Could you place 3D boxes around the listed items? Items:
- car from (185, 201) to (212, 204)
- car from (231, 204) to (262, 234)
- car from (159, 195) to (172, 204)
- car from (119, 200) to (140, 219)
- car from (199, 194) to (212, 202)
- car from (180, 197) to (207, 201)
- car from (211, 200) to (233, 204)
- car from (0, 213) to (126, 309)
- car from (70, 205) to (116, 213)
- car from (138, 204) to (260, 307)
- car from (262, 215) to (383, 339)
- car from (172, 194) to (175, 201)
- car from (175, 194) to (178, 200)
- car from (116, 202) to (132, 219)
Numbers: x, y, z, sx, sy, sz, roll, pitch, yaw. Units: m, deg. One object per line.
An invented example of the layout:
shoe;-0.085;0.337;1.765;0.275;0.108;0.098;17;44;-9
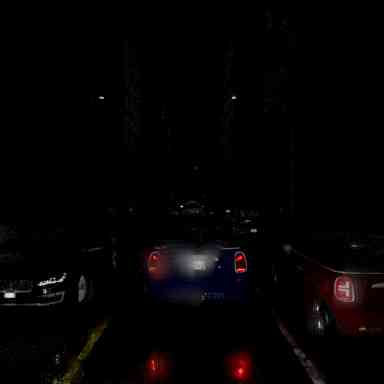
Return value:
car;0.108;1.479;17.437;1.882;1.535;5.008;0;0;0
car;2.866;1.552;17.589;2.008;1.369;4.403;0;0;0
car;-5.591;1.626;65.701;1.802;1.307;4.206;0;0;0
car;-5.652;1.444;28.598;1.967;1.590;4.097;0;0;0
car;2.934;1.484;65.682;1.967;1.590;4.097;0;0;0
car;0.019;1.460;27.459;1.801;1.575;5.366;0;0;0
car;2.874;1.569;28.592;1.947;1.339;4.313;0;0;0
car;-3.094;1.505;8.084;1.837;1.490;4.892;0;0;0
car;-5.659;1.567;17.595;1.947;1.339;4.313;0;0;0
car;0.105;1.352;8.157;2.097;1.767;4.553;0;0;0
car;2.858;1.440;6.586;1.967;1.590;4.097;0;0;0
car;-5.563;1.617;76.518;2.008;1.369;4.403;0;0;0
car;-5.523;1.638;92.573;1.752;1.417;4.829;0;0;0
car;-5.656;1.584;23.097;1.802;1.307;4.206;0;0;0
